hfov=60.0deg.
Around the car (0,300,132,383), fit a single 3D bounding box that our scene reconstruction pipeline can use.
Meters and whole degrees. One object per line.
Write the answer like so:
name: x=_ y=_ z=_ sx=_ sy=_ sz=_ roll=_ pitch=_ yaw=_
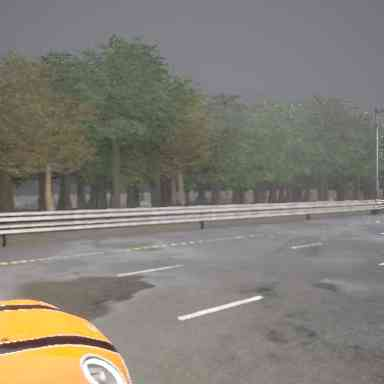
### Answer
car: x=-2.625 y=1.357 z=1.997 sx=4.553 sy=1.767 sz=2.097 roll=0 pitch=0 yaw=-35
